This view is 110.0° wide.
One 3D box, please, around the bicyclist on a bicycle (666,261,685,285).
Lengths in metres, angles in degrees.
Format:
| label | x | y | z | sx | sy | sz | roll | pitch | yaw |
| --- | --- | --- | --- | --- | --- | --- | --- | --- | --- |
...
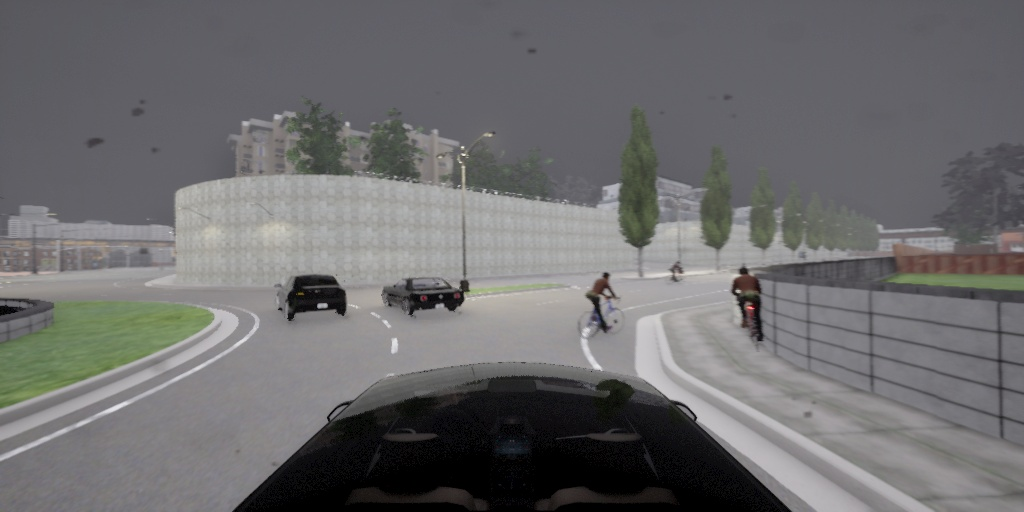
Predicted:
| label | x | y | z | sx | sy | sz | roll | pitch | yaw |
| --- | --- | --- | --- | --- | --- | --- | --- | --- | --- |
| bicyclist on a bicycle | 11.288 | 1.169 | 24.708 | 1.656 | 1.620 | 0.582 | 0 | 0 | -19 |

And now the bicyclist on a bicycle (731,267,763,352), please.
| label | x | y | z | sx | sy | sz | roll | pitch | yaw |
| --- | --- | --- | --- | --- | --- | --- | --- | --- | --- |
| bicyclist on a bicycle | 4.863 | 1.044 | 7.369 | 0.582 | 1.620 | 1.656 | -7 | -3 | 28 |

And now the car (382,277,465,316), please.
| label | x | y | z | sx | sy | sz | roll | pitch | yaw |
| --- | --- | --- | --- | --- | --- | --- | --- | --- | --- |
| car | -3.699 | 1.474 | 14.217 | 1.895 | 1.301 | 4.718 | -1 | 0 | -33 |

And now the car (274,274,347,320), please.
| label | x | y | z | sx | sy | sz | roll | pitch | yaw |
| --- | --- | --- | --- | --- | --- | --- | --- | --- | --- |
| car | -7.769 | 1.434 | 13.775 | 1.837 | 1.490 | 4.892 | 1 | -1 | -38 |

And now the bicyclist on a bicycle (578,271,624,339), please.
| label | x | y | z | sx | sy | sz | roll | pitch | yaw |
| --- | --- | --- | --- | --- | --- | --- | --- | --- | --- |
| bicyclist on a bicycle | 2.247 | 1.211 | 8.935 | 1.656 | 1.620 | 0.582 | 0 | -1 | -33 |
